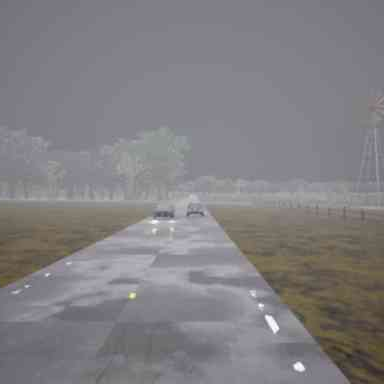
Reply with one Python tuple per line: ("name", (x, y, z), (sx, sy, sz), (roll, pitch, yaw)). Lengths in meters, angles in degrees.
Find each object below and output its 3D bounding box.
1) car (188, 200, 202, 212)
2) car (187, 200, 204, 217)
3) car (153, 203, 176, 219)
("car", (0.420, 1.888, 46.458), (1.882, 1.535, 5.008), (0, 0, 0))
("car", (0.347, 1.873, 35.975), (2.033, 1.411, 5.357), (0, -1, 0))
("car", (-2.626, 1.772, 32.405), (1.882, 1.535, 5.008), (0, 0, 0))
